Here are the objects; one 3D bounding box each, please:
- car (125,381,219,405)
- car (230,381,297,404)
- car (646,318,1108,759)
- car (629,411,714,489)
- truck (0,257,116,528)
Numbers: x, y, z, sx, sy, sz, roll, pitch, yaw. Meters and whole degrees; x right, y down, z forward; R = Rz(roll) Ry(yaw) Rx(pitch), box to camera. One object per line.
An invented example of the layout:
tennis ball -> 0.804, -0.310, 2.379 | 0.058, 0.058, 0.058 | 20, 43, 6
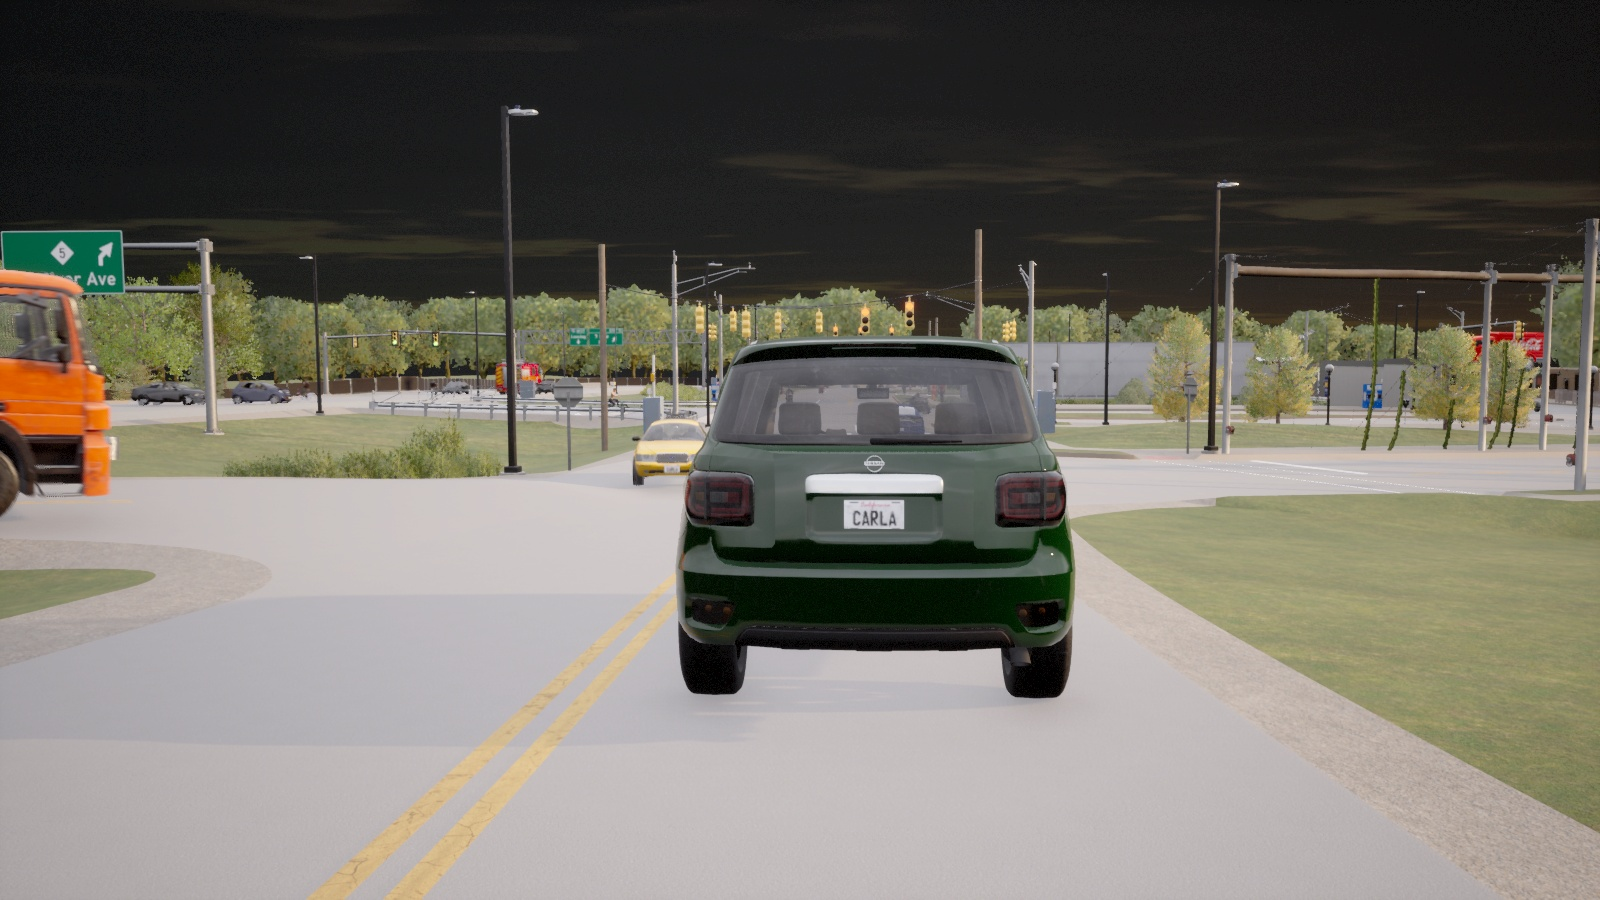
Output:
car -> -39.983, -3.662, 80.074 | 4.902, 1.511, 2.128 | 0, 3, 2
car -> -35.603, -3.808, 83.398 | 3.633, 1.501, 1.845 | 0, 3, 3
car -> 0.505, 0.363, 8.656 | 2.150, 2.045, 5.566 | 0, 1, 3
car -> -2.942, -0.080, 29.551 | 1.801, 1.575, 5.366 | 0, 3, -4
truck -> -13.191, -0.816, 15.473 | 7.936, 3.462, 2.891 | 0, 4, -39
